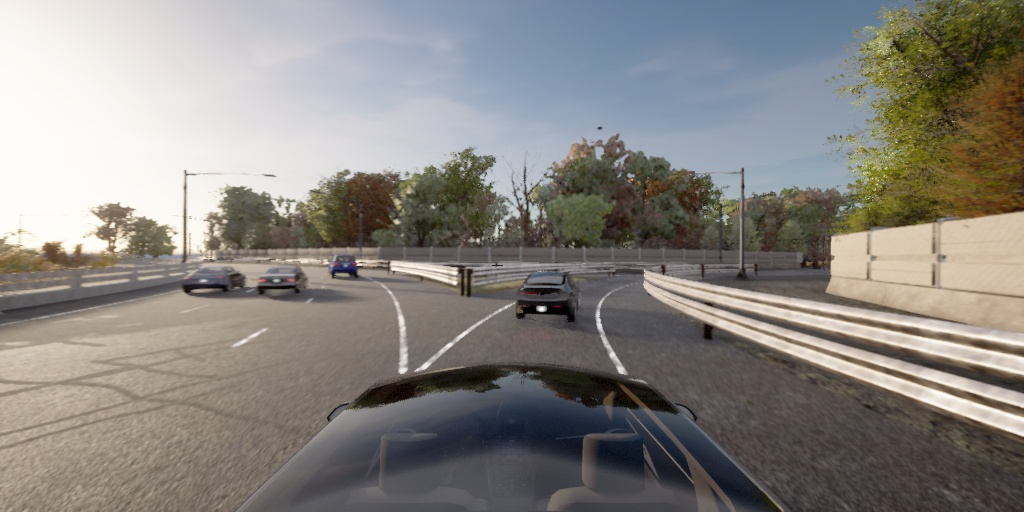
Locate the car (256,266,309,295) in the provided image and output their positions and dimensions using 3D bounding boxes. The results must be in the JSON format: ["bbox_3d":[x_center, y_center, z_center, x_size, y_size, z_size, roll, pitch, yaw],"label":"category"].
[{"bbox_3d":[-12.365,1.231,19.563,2.033,1.411,5.357,0,0,-24],"label":"car"}]

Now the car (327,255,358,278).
[{"bbox_3d":[-15.541,0.896,32.908,2.150,2.045,5.566,1,0,-30],"label":"car"}]

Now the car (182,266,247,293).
[{"bbox_3d":[-16.476,1.220,20.045,1.994,1.385,4.181,0,0,-24],"label":"car"}]

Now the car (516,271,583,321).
[{"bbox_3d":[1.401,1.275,12.686,1.837,1.490,4.892,-1,0,13],"label":"car"}]
